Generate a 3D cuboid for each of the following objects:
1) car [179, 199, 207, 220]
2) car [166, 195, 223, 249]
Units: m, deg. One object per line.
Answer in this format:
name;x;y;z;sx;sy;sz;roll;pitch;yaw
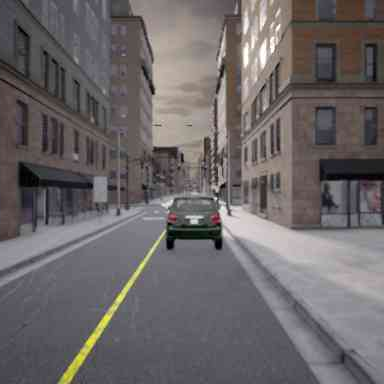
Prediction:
car;0.101;1.393;27.637;2.128;1.511;4.902;0;0;0
car;0.096;1.166;14.397;2.150;2.045;5.566;0;-1;0
